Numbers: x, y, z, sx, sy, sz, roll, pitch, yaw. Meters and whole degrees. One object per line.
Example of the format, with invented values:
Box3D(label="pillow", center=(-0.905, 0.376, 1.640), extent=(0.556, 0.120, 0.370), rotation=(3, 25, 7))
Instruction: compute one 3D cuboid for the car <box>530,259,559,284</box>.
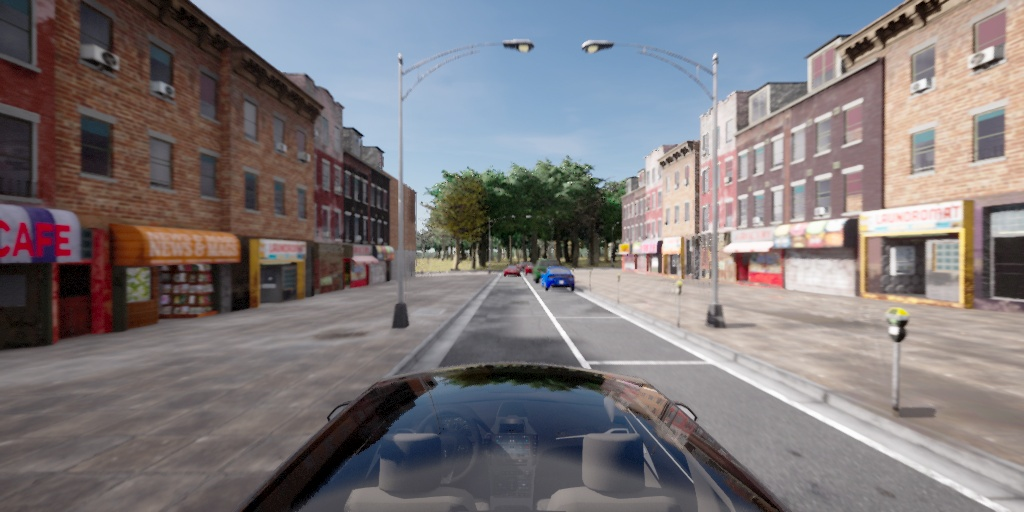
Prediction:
Box3D(label="car", center=(2.976, 1.300, 31.274), extent=(2.150, 2.045, 5.566), rotation=(0, -1, 0))

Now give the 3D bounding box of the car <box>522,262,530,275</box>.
Box3D(label="car", center=(2.629, 1.810, 47.408), extent=(1.888, 1.381, 4.507), rotation=(0, 0, 0))

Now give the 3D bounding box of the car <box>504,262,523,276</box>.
Box3D(label="car", center=(0.023, 1.796, 44.693), extent=(1.994, 1.385, 4.181), rotation=(0, -1, 1))

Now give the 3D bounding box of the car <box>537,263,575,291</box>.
Box3D(label="car", center=(3.011, 1.469, 24.241), extent=(1.882, 1.535, 5.008), rotation=(0, -1, 0))
